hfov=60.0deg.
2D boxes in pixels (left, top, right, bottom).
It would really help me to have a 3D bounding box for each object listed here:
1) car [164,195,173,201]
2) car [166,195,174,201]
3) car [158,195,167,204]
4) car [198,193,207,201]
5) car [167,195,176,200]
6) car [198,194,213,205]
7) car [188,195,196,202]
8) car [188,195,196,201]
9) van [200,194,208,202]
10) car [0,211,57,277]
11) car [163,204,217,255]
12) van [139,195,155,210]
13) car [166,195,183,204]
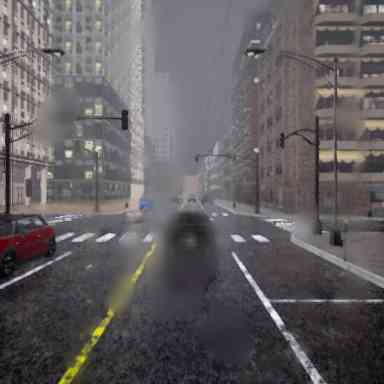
[{"bbox_3d":[-5.685,1.433,81.265,1.967,1.590,4.097,0,0,0],"label":"car"},{"bbox_3d":[-5.684,1.521,86.646,1.752,1.417,4.829,0,0,0],"label":"car"},{"bbox_3d":[-5.686,1.514,64.442,1.752,1.417,4.829,0,0,0],"label":"car"},{"bbox_3d":[2.696,1.310,86.816,2.192,1.841,5.009,0,0,0],"label":"car"},{"bbox_3d":[-5.684,1.549,92.367,2.008,1.369,4.403,0,0,0],"label":"car"},{"bbox_3d":[2.694,1.303,59.062,2.192,1.841,5.009,0,0,0],"label":"car"},{"bbox_3d":[0.010,1.578,71.933,1.895,1.301,4.718,0,0,0],"label":"car"},{"bbox_3d":[0.009,1.383,81.909,2.033,1.411,5.357,0,0,0],"label":"car"},{"bbox_3d":[2.695,1.332,75.714,1.690,1.788,3.998,0,0,0],"label":"van"},{"bbox_3d":[-5.690,1.436,9.934,1.967,1.590,4.097,0,0,0],"label":"car"},{"bbox_3d":[-0.154,1.472,13.275,1.882,1.535,5.008,0,0,-3],"label":"car"},{"bbox_3d":[-5.688,1.328,42.408,1.690,1.788,3.998,0,0,0],"label":"van"},{"bbox_3d":[-3.040,1.492,59.836,1.837,1.490,4.892,0,0,1],"label":"car"}]
